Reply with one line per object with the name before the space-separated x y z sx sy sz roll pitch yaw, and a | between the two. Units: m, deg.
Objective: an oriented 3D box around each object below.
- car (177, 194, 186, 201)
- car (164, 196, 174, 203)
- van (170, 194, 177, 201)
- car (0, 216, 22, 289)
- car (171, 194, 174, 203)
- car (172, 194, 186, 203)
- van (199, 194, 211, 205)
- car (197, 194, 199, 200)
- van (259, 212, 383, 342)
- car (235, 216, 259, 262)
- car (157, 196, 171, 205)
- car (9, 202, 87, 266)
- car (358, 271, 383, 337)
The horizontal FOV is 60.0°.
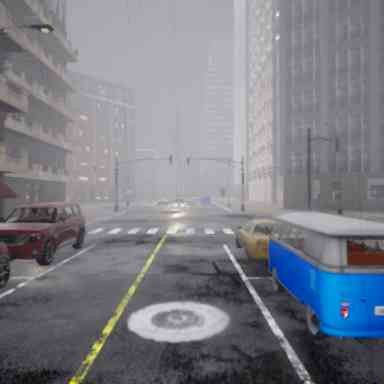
car | -2.757 1.549 87.461 2.097 1.767 4.553 0 0 0
car | -5.319 1.722 77.470 1.947 1.339 4.313 0 0 0
van | -5.319 1.562 94.126 1.690 1.788 3.998 0 0 0
car | -5.310 1.444 6.275 1.967 1.590 4.097 0 0 0
car | -5.318 1.576 71.918 1.967 1.590 4.097 0 0 0
car | -2.756 1.732 71.976 1.895 1.301 4.718 0 0 0
van | 2.564 1.442 60.813 1.690 1.788 3.998 0 0 0
car | 2.561 1.721 83.022 1.887 1.381 4.507 0 0 0
van | 2.571 1.345 6.282 1.690 1.788 3.998 0 0 0
car | 2.568 1.534 11.989 1.752 1.417 4.829 0 0 0
car | -5.317 1.626 60.642 1.752 1.417 4.829 0 0 0
car | -5.310 1.323 11.811 2.192 1.841 5.009 0 0 0
car | 2.570 1.526 0.918 1.752 1.417 4.829 0 0 0
